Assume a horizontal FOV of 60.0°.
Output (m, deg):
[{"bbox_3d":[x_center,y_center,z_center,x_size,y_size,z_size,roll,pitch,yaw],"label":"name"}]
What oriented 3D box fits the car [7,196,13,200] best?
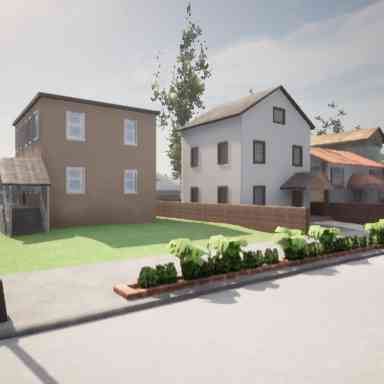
[{"bbox_3d":[-16.107,1.124,31.495,3.633,1.501,1.845,0,0,-36],"label":"car"}]
